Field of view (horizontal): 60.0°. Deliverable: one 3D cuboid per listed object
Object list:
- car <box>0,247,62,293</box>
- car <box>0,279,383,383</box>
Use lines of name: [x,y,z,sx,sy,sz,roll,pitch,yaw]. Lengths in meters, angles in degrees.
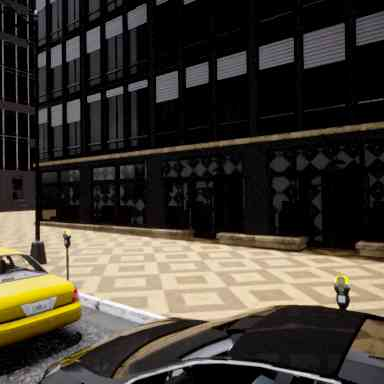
car: [-3.957,1.527,5.877,4.829,1.417,1.752,0,-1,35]
car: [0.677,1.566,2.363,4.313,1.339,1.947,0,-1,35]
